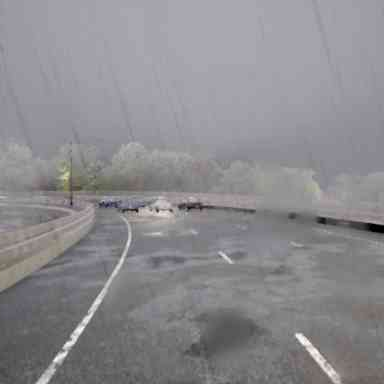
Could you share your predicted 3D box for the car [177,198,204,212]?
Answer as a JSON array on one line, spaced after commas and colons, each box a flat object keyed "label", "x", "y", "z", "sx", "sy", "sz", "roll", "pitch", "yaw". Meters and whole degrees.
[{"label": "car", "x": -0.274, "y": 1.496, "z": 39.509, "sx": 1.882, "sy": 1.535, "sz": 5.008, "roll": -1, "pitch": 0, "yaw": -21}]

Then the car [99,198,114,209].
[{"label": "car", "x": -12.502, "y": 1.642, "z": 49.679, "sx": 1.882, "sy": 1.535, "sz": 5.008, "roll": -1, "pitch": 0, "yaw": -30}]

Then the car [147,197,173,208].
[{"label": "car", "x": -4.848, "y": 1.568, "z": 50.065, "sx": 2.128, "sy": 1.511, "sz": 4.902, "roll": -1, "pitch": 0, "yaw": -27}]

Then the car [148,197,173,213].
[{"label": "car", "x": -3.600, "y": 1.582, "z": 38.376, "sx": 1.812, "sy": 1.442, "sz": 4.674, "roll": -1, "pitch": 0, "yaw": -21}]

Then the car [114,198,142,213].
[{"label": "car", "x": -7.527, "y": 1.666, "z": 38.822, "sx": 1.994, "sy": 1.385, "sz": 4.181, "roll": -1, "pitch": 0, "yaw": -21}]

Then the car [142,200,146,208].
[{"label": "car", "x": -8.439, "y": 1.665, "z": 49.461, "sx": 2.033, "sy": 1.411, "sz": 5.357, "roll": -1, "pitch": 0, "yaw": -27}]
